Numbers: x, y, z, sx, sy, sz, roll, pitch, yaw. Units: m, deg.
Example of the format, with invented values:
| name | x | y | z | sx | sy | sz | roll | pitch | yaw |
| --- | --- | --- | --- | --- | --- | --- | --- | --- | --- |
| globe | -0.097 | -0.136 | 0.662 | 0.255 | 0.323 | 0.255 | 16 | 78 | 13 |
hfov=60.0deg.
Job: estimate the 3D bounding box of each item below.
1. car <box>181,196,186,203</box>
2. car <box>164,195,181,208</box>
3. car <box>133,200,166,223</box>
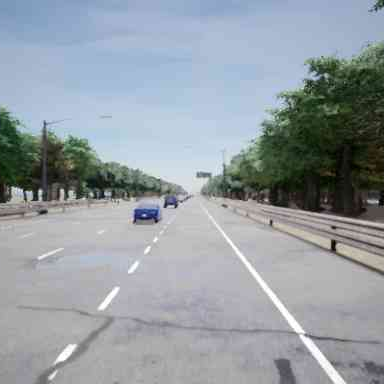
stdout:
| name | x | y | z | sx | sy | sz | roll | pitch | yaw |
| --- | --- | --- | --- | --- | --- | --- | --- | --- | --- |
| car | -3.169 | 2.165 | 85.915 | 1.895 | 1.301 | 4.718 | 0 | 0 | 1 |
| car | -3.383 | 1.542 | 54.766 | 2.150 | 2.045 | 5.566 | 0 | 0 | 0 |
| car | -3.483 | 1.591 | 26.822 | 1.882 | 1.535 | 5.008 | 0 | 0 | 0 |
